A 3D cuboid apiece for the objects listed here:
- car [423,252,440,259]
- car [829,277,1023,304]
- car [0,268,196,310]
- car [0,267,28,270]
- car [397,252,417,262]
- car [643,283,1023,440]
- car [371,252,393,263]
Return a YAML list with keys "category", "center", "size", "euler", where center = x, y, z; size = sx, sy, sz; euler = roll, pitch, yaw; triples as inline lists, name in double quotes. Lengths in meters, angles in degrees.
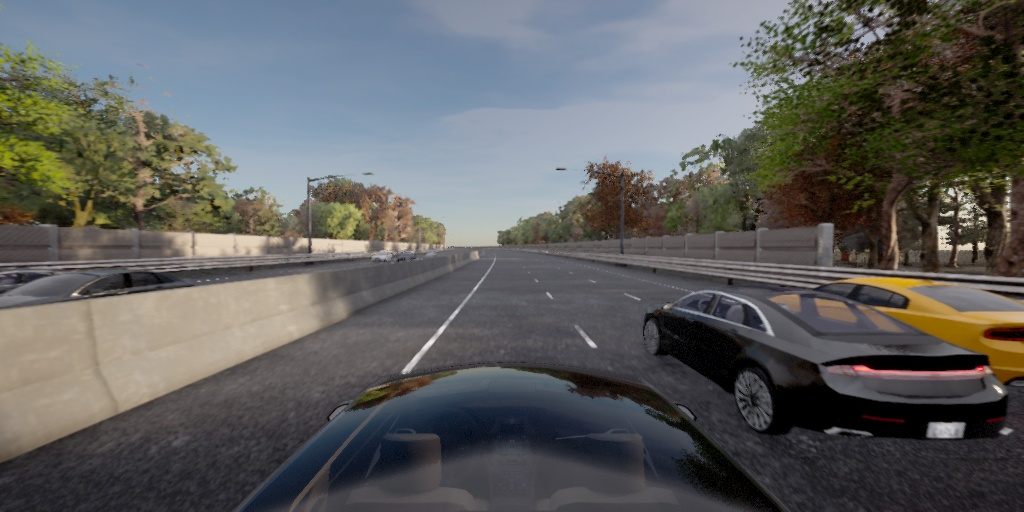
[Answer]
- category: "car"
  center: [-11.380, 0.150, 50.989]
  size: [1.812, 1.442, 4.674]
  euler: [0, 1, -1]
- category: "car"
  center: [7.068, 1.146, 6.949]
  size: [1.882, 1.535, 5.008]
  euler: [0, 1, 0]
- category: "car"
  center: [-10.641, 1.120, 9.055]
  size: [1.837, 1.490, 4.892]
  euler: [0, 1, 0]
- category: "car"
  center: [-14.145, 1.093, 9.623]
  size: [2.128, 1.511, 4.902]
  euler: [0, 1, 0]
- category: "car"
  center: [-14.878, 0.186, 50.918]
  size: [1.994, 1.385, 4.181]
  euler: [0, 1, -1]
- category: "car"
  center: [3.575, 1.184, 5.384]
  size: [2.128, 1.511, 4.902]
  euler: [0, 1, 0]
- category: "car"
  center: [-18.364, 0.142, 50.973]
  size: [1.812, 1.442, 4.674]
  euler: [0, 2, -1]
